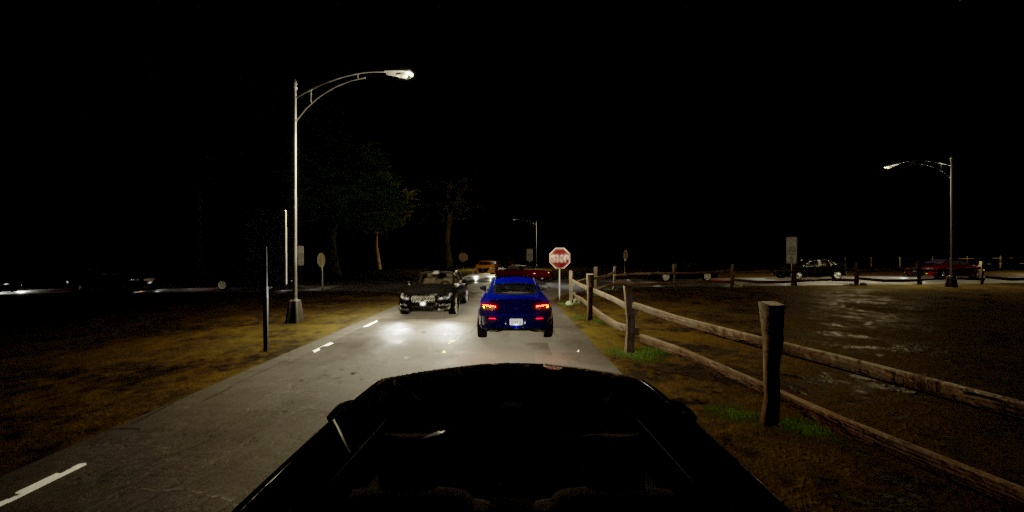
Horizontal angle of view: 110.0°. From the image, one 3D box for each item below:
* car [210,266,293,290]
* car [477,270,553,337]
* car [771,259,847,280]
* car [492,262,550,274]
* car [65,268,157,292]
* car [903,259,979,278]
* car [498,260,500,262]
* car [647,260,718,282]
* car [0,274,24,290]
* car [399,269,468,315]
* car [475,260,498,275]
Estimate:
[{"bbox_3d":[-17.335,1.436,24.136,5.008,1.535,1.882,-1,1,0],"label":"car"},{"bbox_3d":[0.052,1.277,10.129,1.812,1.442,4.674,0,0,-1],"label":"car"},{"bbox_3d":[22.255,0.975,26.927,4.892,1.490,1.837,-1,1,0],"label":"car"},{"bbox_3d":[0.816,1.347,27.812,1.895,1.301,4.718,0,-1,-39],"label":"car"},{"bbox_3d":[-26.837,1.555,24.136,4.902,1.511,2.128,-1,1,0],"label":"car"},{"bbox_3d":[32.181,0.917,26.903,4.181,1.385,1.994,-1,1,-1],"label":"car"},{"bbox_3d":[-2.965,1.357,51.745,2.033,1.411,5.357,0,0,0],"label":"car"},{"bbox_3d":[12.733,1.060,26.920,5.008,1.535,1.882,-1,1,-1],"label":"car"},{"bbox_3d":[-36.014,1.732,24.178,4.181,1.385,1.994,-1,1,1],"label":"car"},{"bbox_3d":[-2.781,1.260,13.583,1.837,1.490,4.892,0,0,0],"label":"car"},{"bbox_3d":[-2.978,1.256,39.875,1.882,1.535,5.008,0,0,1],"label":"car"}]
